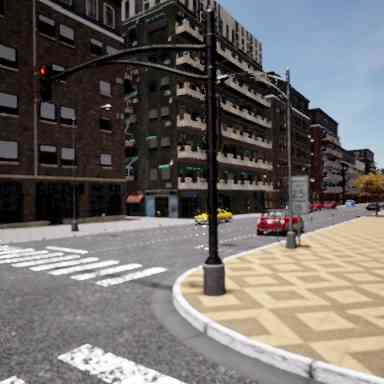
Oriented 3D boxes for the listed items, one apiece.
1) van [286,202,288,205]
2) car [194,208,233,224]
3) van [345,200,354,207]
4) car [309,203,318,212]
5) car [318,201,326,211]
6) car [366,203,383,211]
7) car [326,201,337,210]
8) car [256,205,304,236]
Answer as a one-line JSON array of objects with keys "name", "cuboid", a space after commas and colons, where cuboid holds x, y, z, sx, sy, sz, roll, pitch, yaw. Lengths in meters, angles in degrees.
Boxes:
[{"name": "van", "cuboid": [15.035, 2.334, 49.027, 1.690, 1.788, 3.998, -2, -2, 35]}, {"name": "car", "cuboid": [1.995, 2.162, 30.360, 1.752, 1.417, 4.829, -2, -2, 35]}, {"name": "van", "cuboid": [40.891, 3.044, 86.095, 1.690, 1.788, 3.998, -2, -2, 35]}, {"name": "car", "cuboid": [18.273, 2.521, 53.654, 1.967, 1.590, 4.097, -2, -2, 35]}, {"name": "car", "cuboid": [21.512, 2.714, 58.281, 1.887, 1.381, 4.507, -2, -2, 35]}, {"name": "car", "cuboid": [31.565, 2.659, 58.153, 1.947, 1.339, 4.313, -3, -2, 35]}, {"name": "car", "cuboid": [27.980, 2.662, 67.549, 2.192, 1.841, 5.009, -2, -2, 35]}, {"name": "car", "cuboid": [5.671, 1.826, 21.114, 1.967, 1.590, 4.097, -3, -2, 35]}]
